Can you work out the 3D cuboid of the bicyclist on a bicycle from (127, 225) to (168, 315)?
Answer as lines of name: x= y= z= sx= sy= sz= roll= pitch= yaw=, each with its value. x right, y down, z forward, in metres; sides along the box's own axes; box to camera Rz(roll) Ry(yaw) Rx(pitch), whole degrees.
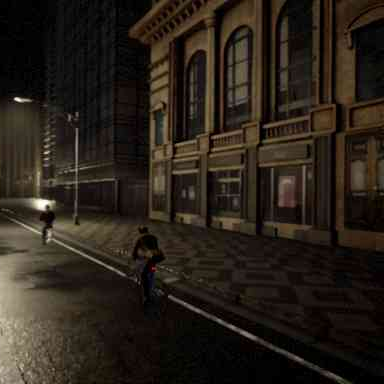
bicyclist on a bicycle: x=-0.918 y=1.495 z=6.636 sx=0.582 sy=1.620 sz=1.656 roll=1 pitch=-1 yaw=-36

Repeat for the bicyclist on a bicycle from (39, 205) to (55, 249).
bicyclist on a bicycle: x=-6.045 y=1.398 z=13.791 sx=0.659 sy=1.776 sz=1.843 roll=1 pitch=0 yaw=-36
